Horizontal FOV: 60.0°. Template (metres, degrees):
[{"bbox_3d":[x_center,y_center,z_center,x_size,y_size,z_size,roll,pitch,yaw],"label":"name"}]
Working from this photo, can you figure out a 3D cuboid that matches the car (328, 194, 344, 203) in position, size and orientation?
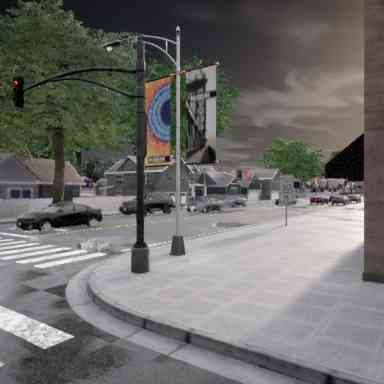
[{"bbox_3d":[26.664,1.146,61.473,1.837,1.490,4.892,0,0,36],"label":"car"}]

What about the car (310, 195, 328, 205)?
[{"bbox_3d":[20.029,1.171,52.192,1.882,1.535,5.008,0,0,36],"label":"car"}]

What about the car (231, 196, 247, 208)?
[{"bbox_3d":[5.413,1.260,43.237,2.128,1.511,4.902,0,1,36],"label":"car"}]

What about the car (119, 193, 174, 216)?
[{"bbox_3d":[-3.984,1.079,30.128,2.150,2.045,5.566,0,0,36],"label":"car"}]

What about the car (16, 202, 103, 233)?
[{"bbox_3d":[-7.597,1.398,19.487,1.882,1.535,5.008,0,0,36],"label":"car"}]

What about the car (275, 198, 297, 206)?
[{"bbox_3d":[14.133,1.266,49.708,2.033,1.411,5.357,0,0,36],"label":"car"}]

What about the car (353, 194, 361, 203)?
[{"bbox_3d":[28.276,1.155,58.143,1.837,1.490,4.892,0,0,36],"label":"car"}]

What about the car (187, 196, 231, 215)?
[{"bbox_3d":[1.422,1.324,32.098,2.128,1.511,4.902,0,0,36],"label":"car"}]

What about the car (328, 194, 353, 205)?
[{"bbox_3d":[22.282,1.203,49.756,1.837,1.490,4.892,0,0,35],"label":"car"}]
